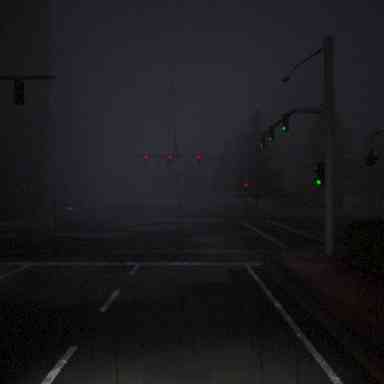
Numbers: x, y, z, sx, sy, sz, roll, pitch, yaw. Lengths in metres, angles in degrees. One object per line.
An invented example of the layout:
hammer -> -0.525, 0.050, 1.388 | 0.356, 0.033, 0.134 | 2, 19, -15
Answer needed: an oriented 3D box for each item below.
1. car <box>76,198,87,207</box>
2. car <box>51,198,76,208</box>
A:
car -> -22.514, 2.014, 64.672 | 4.553, 1.767, 2.097 | -1, -1, 38
car -> -24.121, 2.129, 61.522 | 4.892, 1.490, 1.837 | 0, -1, 38
